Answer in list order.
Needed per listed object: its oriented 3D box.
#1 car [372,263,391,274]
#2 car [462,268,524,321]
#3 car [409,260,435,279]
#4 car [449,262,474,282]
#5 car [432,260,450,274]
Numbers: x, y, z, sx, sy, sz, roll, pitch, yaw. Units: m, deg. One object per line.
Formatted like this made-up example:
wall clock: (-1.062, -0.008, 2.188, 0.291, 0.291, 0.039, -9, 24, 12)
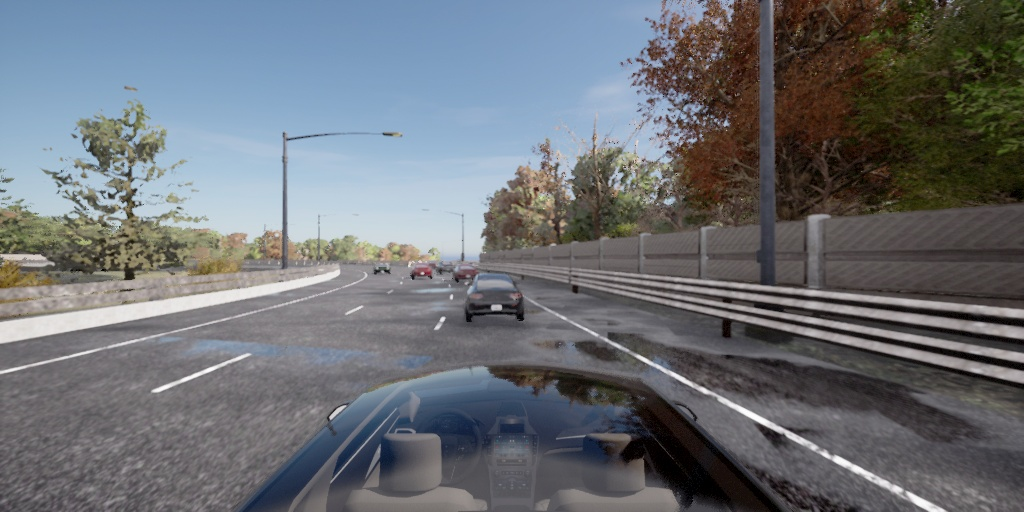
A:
car: (-16.208, 1.532, 44.427, 1.895, 1.301, 4.718, 0, 0, -24)
car: (-0.670, 1.318, 12.551, 1.812, 1.442, 4.674, 0, 0, -6)
car: (-8.792, 1.412, 34.622, 1.812, 1.442, 4.674, 0, 0, -18)
car: (-3.932, 1.389, 29.965, 1.812, 1.442, 4.674, 0, 0, -14)
car: (-8.160, 1.413, 43.688, 2.128, 1.511, 4.902, 0, 0, -19)
